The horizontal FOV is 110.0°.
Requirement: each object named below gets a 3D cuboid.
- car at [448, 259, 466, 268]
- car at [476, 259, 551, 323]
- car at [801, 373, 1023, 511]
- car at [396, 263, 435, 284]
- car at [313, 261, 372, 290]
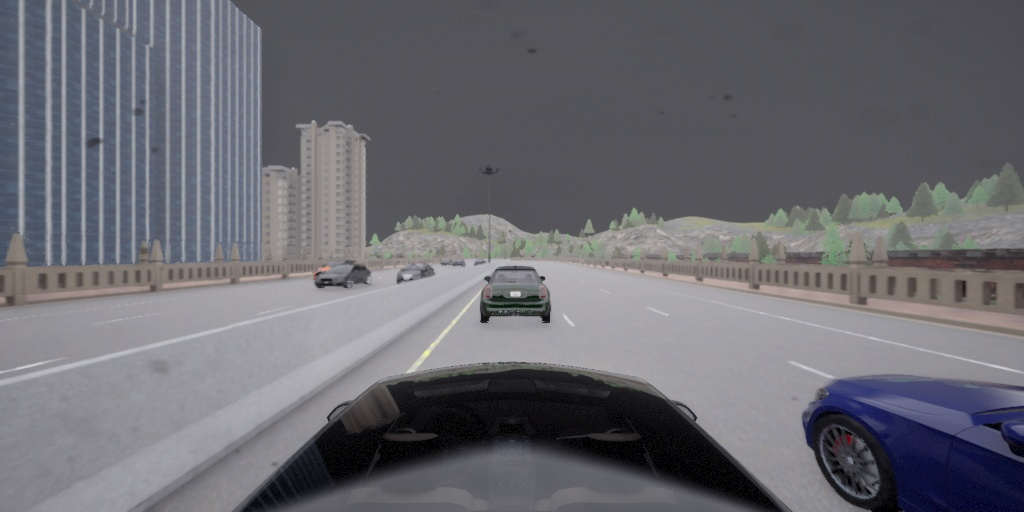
[{"bbox_3d":[-9.422,1.300,64.012,2.033,1.411,5.357,0,0,2],"label":"car"},{"bbox_3d":[0.101,1.103,12.315,2.097,1.767,4.553,0,0,0],"label":"car"},{"bbox_3d":[3.600,1.276,1.348,1.812,1.442,4.674,0,0,0],"label":"car"},{"bbox_3d":[-7.007,1.242,26.499,2.128,1.511,4.902,0,0,1],"label":"car"},{"bbox_3d":[-10.551,1.255,22.832,1.837,1.490,4.892,0,0,1],"label":"car"}]
